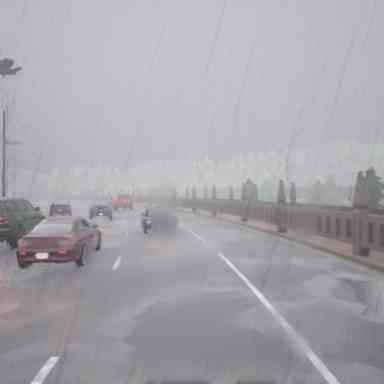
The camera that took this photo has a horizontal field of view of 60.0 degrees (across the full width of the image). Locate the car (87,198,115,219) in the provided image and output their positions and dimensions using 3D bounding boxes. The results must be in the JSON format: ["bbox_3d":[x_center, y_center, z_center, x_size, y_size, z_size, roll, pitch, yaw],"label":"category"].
[{"bbox_3d":[-7.989,1.534,29.026,1.837,1.490,4.892,0,0,-17],"label":"car"}]

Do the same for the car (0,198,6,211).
[{"bbox_3d":[-25.411,1.573,43.387,1.882,1.535,5.008,0,0,-28],"label":"car"}]

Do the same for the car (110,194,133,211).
[{"bbox_3d":[-8.998,1.254,41.978,2.150,2.045,5.566,0,0,-23],"label":"car"}]

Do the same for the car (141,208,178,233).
[{"bbox_3d":[-2.079,1.608,19.872,1.895,1.301,4.718,0,0,-11],"label":"car"}]

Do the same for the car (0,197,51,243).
[{"bbox_3d":[-8.265,1.253,14.796,2.150,2.045,5.566,0,0,-9],"label":"car"}]

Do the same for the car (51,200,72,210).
[{"bbox_3d":[-12.902,1.526,32.793,1.882,1.535,5.008,0,0,-19],"label":"car"}]

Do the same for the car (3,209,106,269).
[{"bbox_3d":[-4.265,1.542,11.213,1.812,1.442,4.674,0,0,-6],"label":"car"}]
